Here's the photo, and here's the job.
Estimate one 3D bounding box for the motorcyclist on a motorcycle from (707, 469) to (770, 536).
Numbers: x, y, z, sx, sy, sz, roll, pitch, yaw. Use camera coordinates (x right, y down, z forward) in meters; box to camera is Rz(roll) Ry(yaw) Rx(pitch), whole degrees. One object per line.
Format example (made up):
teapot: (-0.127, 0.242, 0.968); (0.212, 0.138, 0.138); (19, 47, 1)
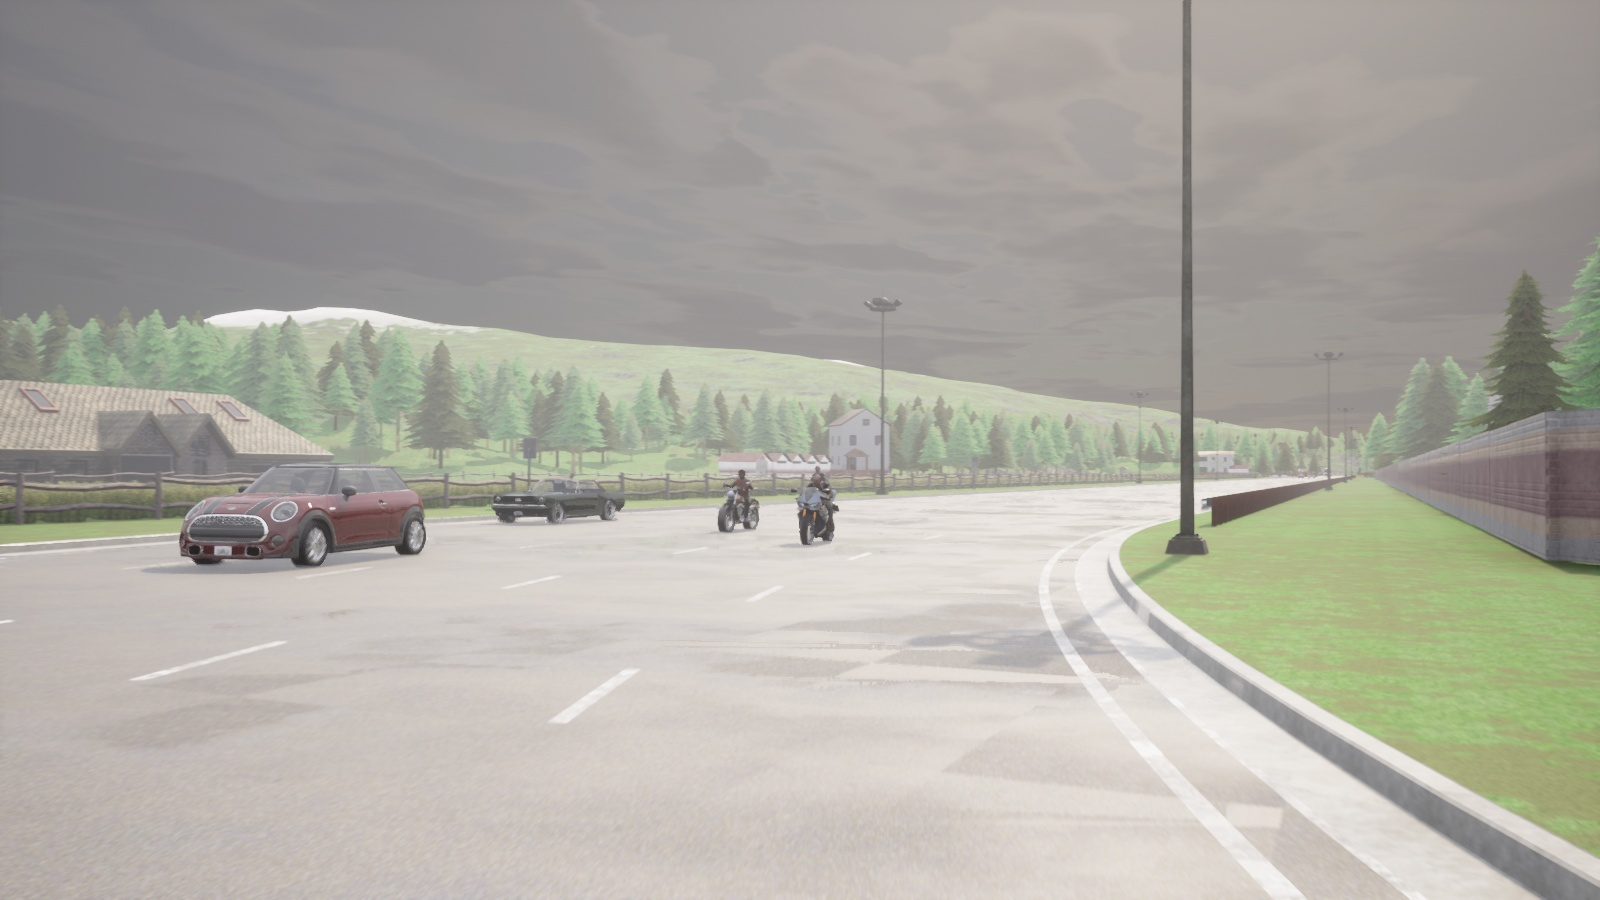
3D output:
motorcyclist on a motorcycle: (-1.564, 1.310, 32.231); (0.766, 1.649, 2.350); (0, -1, 20)

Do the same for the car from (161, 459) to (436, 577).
car: (-8.274, 1.056, 21.260); (2.097, 1.767, 4.553); (0, -1, 13)

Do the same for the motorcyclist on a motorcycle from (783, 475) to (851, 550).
motorcyclist on a motorcycle: (0.393, 1.300, 26.986); (0.866, 1.530, 2.191); (0, -1, 17)

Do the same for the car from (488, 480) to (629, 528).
car: (-7.110, 1.565, 37.461); (1.895, 1.301, 4.718); (-1, -1, 21)
